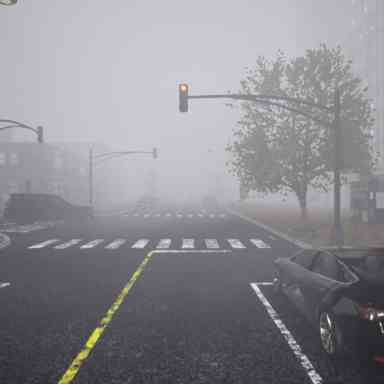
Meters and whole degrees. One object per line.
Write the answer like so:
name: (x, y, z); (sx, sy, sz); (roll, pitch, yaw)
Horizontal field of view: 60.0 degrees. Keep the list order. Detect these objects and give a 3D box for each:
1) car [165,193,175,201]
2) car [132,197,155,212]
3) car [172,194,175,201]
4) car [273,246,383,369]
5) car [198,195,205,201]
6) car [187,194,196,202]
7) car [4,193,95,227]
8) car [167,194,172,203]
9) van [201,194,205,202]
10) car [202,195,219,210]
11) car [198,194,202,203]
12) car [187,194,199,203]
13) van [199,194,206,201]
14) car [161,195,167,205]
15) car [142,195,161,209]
car: (-5.813, 1.324, 88.167); (2.192, 1.841, 5.009); (0, 0, 0)
car: (-5.741, 1.584, 38.208); (1.802, 1.307, 4.206); (0, 0, 0)
car: (-5.806, 1.559, 82.616); (2.008, 1.369, 4.403); (0, 0, 0)
car: (2.687, 1.566, 5.744); (1.947, 1.339, 4.313); (0, 0, 0)
car: (2.567, 1.534, 88.352); (1.752, 1.417, 4.829); (0, 0, 0)
car: (-0.113, 1.363, 79.430); (2.097, 1.767, 4.553); (0, 0, 0)
car: (-9.370, 1.155, 22.180); (5.566, 2.045, 2.150); (2, 0, -10)
car: (-5.789, 1.532, 71.344); (1.752, 1.417, 4.829); (0, 0, 0)
van: (2.624, 1.345, 49.325); (1.690, 1.788, 3.998); (0, 0, 0)
car: (2.631, 1.528, 43.943); (1.752, 1.417, 4.829); (0, 0, 0)
car: (2.607, 1.556, 60.427); (2.008, 1.369, 4.403); (0, 0, 0)
car: (-0.008, 1.570, 69.511); (1.994, 1.385, 4.181); (0, 0, 0)
van: (2.576, 1.349, 82.631); (1.690, 1.788, 3.998); (0, 0, 0)
car: (-5.765, 1.555, 54.861); (2.008, 1.369, 4.403); (0, 0, 0)
car: (-5.748, 1.318, 43.759); (2.192, 1.841, 5.009); (0, 0, 0)
